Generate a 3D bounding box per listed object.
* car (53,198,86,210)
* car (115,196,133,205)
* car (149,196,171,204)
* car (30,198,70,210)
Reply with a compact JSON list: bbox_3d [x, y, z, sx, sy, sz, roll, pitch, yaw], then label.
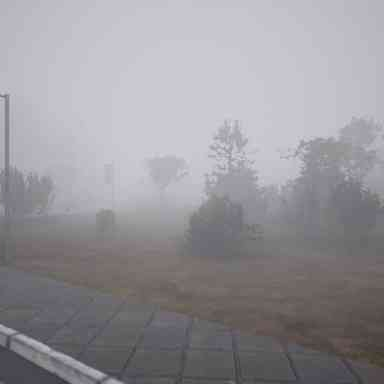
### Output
[{"bbox_3d":[-16.187,1.477,43.119,2.128,1.511,4.902,0,0,39],"label":"car"},{"bbox_3d":[-10.570,1.343,55.641,1.882,1.535,5.008,0,1,39],"label":"car"},{"bbox_3d":[-5.685,1.416,56.118,1.895,1.301,4.718,0,1,39],"label":"car"},{"bbox_3d":[-19.159,1.587,45.007,1.895,1.301,4.718,0,0,39],"label":"car"}]
